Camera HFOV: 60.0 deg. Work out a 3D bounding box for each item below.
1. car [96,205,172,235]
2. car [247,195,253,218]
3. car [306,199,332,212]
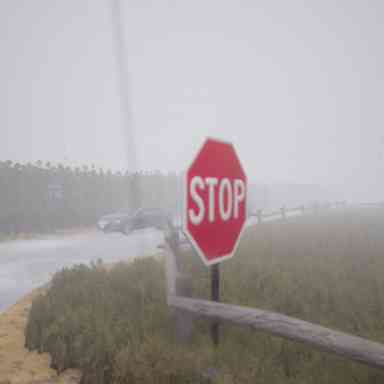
[{"bbox_3d":[-3.118,1.479,18.782,2.128,1.511,4.902,0,0,36],"label":"car"},{"bbox_3d":[3.031,1.209,27.385,2.150,2.045,5.566,0,0,35],"label":"car"},{"bbox_3d":[14.467,1.539,37.856,2.033,1.411,5.357,0,0,33],"label":"car"}]
